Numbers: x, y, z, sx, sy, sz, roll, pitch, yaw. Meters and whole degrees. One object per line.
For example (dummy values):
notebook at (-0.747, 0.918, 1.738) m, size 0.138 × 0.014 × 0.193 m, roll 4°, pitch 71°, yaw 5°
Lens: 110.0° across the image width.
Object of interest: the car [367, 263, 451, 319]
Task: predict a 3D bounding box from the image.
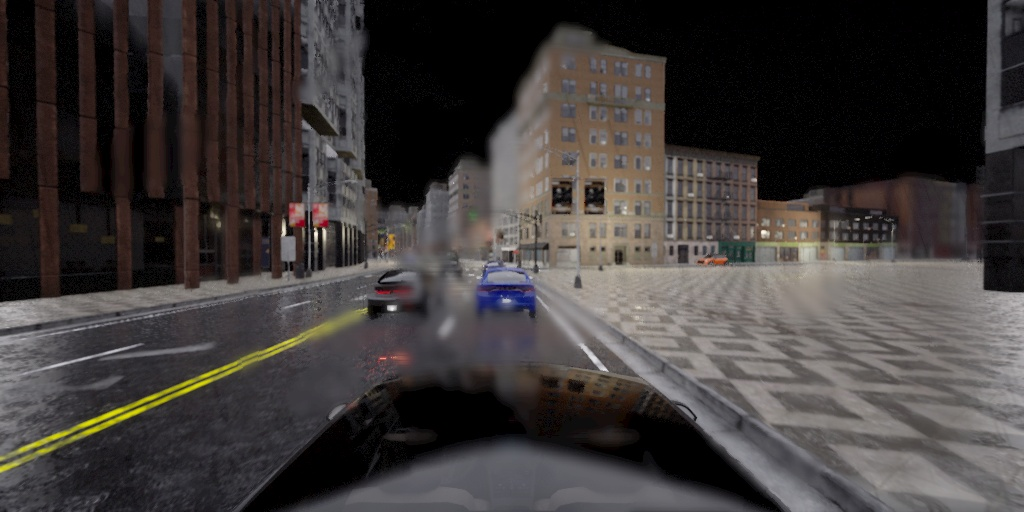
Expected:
car at (-3.470, 1.184, 12.502) m, size 1.837 × 1.490 × 4.892 m, roll 0°, pitch 1°, yaw -2°

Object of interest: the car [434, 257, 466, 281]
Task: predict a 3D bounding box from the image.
car at (-4.684, 1.080, 27.880) m, size 1.837 × 1.490 × 4.892 m, roll 0°, pitch 0°, yaw -6°

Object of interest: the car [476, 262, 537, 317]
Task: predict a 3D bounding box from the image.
car at (-0.237, 1.151, 12.843) m, size 1.882 × 1.535 × 5.008 m, roll 0°, pitch 0°, yaw -3°

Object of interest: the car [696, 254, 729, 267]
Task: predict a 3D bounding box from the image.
car at (28.744, 0.583, 51.482) m, size 4.553 × 1.767 × 2.097 m, roll 0°, pitch 1°, yaw -20°
